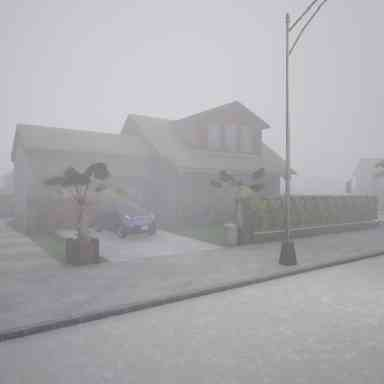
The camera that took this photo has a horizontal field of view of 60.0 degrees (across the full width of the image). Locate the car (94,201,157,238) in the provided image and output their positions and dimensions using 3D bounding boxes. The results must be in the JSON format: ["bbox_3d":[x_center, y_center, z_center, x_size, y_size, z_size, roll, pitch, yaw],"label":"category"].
[{"bbox_3d":[-3.079,1.174,15.254,1.845,1.501,3.633,0,0,-38],"label":"car"}]
